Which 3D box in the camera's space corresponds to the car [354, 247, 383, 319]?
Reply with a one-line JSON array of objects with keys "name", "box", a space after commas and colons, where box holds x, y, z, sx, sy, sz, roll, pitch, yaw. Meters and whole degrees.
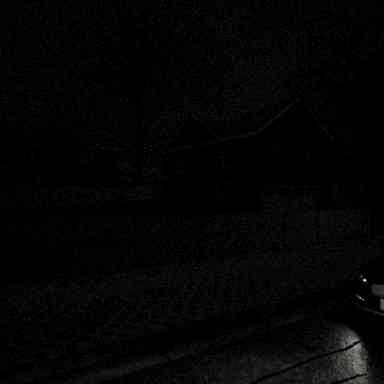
[{"name": "car", "box": [5.117, 1.488, 6.401, 4.902, 1.511, 2.128, 0, 0, -33]}]
